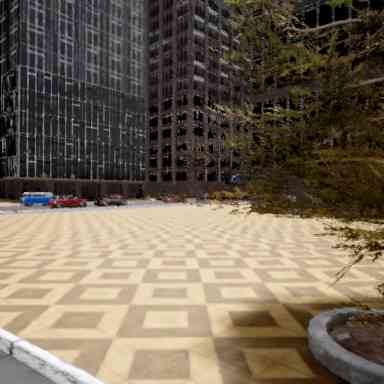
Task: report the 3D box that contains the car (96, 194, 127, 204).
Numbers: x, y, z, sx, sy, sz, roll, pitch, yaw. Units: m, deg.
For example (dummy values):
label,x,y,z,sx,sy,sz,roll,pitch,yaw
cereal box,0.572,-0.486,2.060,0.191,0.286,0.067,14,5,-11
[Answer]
label,x,y,z,sx,sy,sz,roll,pitch,yaw
car,-12.521,1.101,52.013,1.887,1.381,4.507,1,1,43

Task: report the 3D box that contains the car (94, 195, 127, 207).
label,x,y,z,sx,sy,sz,roll,pitch,yaw
car,-10.260,1.224,42.065,1.947,1.339,4.313,1,1,43

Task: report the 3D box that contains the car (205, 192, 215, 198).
label,x,y,z,sx,sy,sz,roll,pitch,yaw
car,5.263,0.839,58.699,2.192,1.841,5.009,1,1,43

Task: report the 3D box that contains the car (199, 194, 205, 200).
label,x,y,z,sx,sy,sz,roll,pitch,yaw
car,3.056,0.989,68.600,1.947,1.339,4.313,1,1,43

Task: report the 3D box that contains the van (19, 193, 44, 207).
label,x,y,z,sx,sy,sz,roll,pitch,yaw
van,-20.385,0.963,43.790,1.690,1.788,3.998,1,1,43

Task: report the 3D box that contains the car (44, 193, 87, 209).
label,x,y,z,sx,sy,sz,roll,pitch,yaw
car,-14.111,1.132,37.876,1.967,1.590,4.097,1,1,43

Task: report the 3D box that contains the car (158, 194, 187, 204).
label,x,y,z,sx,sy,sz,roll,pitch,yaw
car,-2.524,1.173,50.406,1.802,1.307,4.206,1,1,43

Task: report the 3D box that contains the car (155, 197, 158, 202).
label,x,y,z,sx,sy,sz,roll,pitch,yaw
car,-4.731,1.055,60.303,1.947,1.339,4.313,1,1,43
